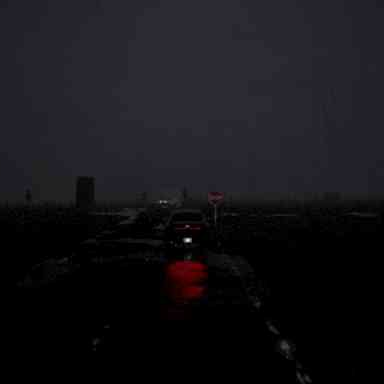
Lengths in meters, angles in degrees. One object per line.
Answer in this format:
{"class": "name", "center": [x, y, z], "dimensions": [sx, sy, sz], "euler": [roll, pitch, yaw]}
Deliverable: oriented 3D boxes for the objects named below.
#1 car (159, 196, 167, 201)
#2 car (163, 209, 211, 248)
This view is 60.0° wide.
{"class": "car", "center": [-7.747, 1.693, 89.442], "dimensions": [1.994, 1.385, 4.181], "euler": [0, 0, -1]}
{"class": "car", "center": [-0.226, 1.529, 14.725], "dimensions": [1.837, 1.490, 4.892], "euler": [0, 0, -2]}
